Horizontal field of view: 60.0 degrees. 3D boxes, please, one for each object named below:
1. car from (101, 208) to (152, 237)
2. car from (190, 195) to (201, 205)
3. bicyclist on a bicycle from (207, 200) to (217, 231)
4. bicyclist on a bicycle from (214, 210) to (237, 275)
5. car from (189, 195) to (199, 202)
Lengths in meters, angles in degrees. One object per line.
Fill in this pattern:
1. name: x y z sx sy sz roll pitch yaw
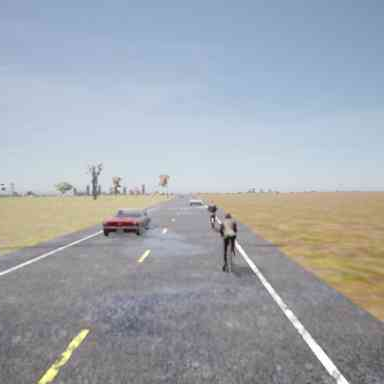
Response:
1. car: -3.409 1.567 18.028 1.895 1.301 4.718 0 0 1
2. car: 0.569 1.515 55.296 1.895 1.301 4.718 0 0 0
3. bicyclist on a bicycle: 1.173 1.335 19.383 0.659 1.776 1.843 0 0 1
4. bicyclist on a bicycle: 1.045 1.435 9.503 0.582 1.620 1.656 0 0 1
5. car: 0.431 1.435 73.654 2.128 1.511 4.902 0 0 0
